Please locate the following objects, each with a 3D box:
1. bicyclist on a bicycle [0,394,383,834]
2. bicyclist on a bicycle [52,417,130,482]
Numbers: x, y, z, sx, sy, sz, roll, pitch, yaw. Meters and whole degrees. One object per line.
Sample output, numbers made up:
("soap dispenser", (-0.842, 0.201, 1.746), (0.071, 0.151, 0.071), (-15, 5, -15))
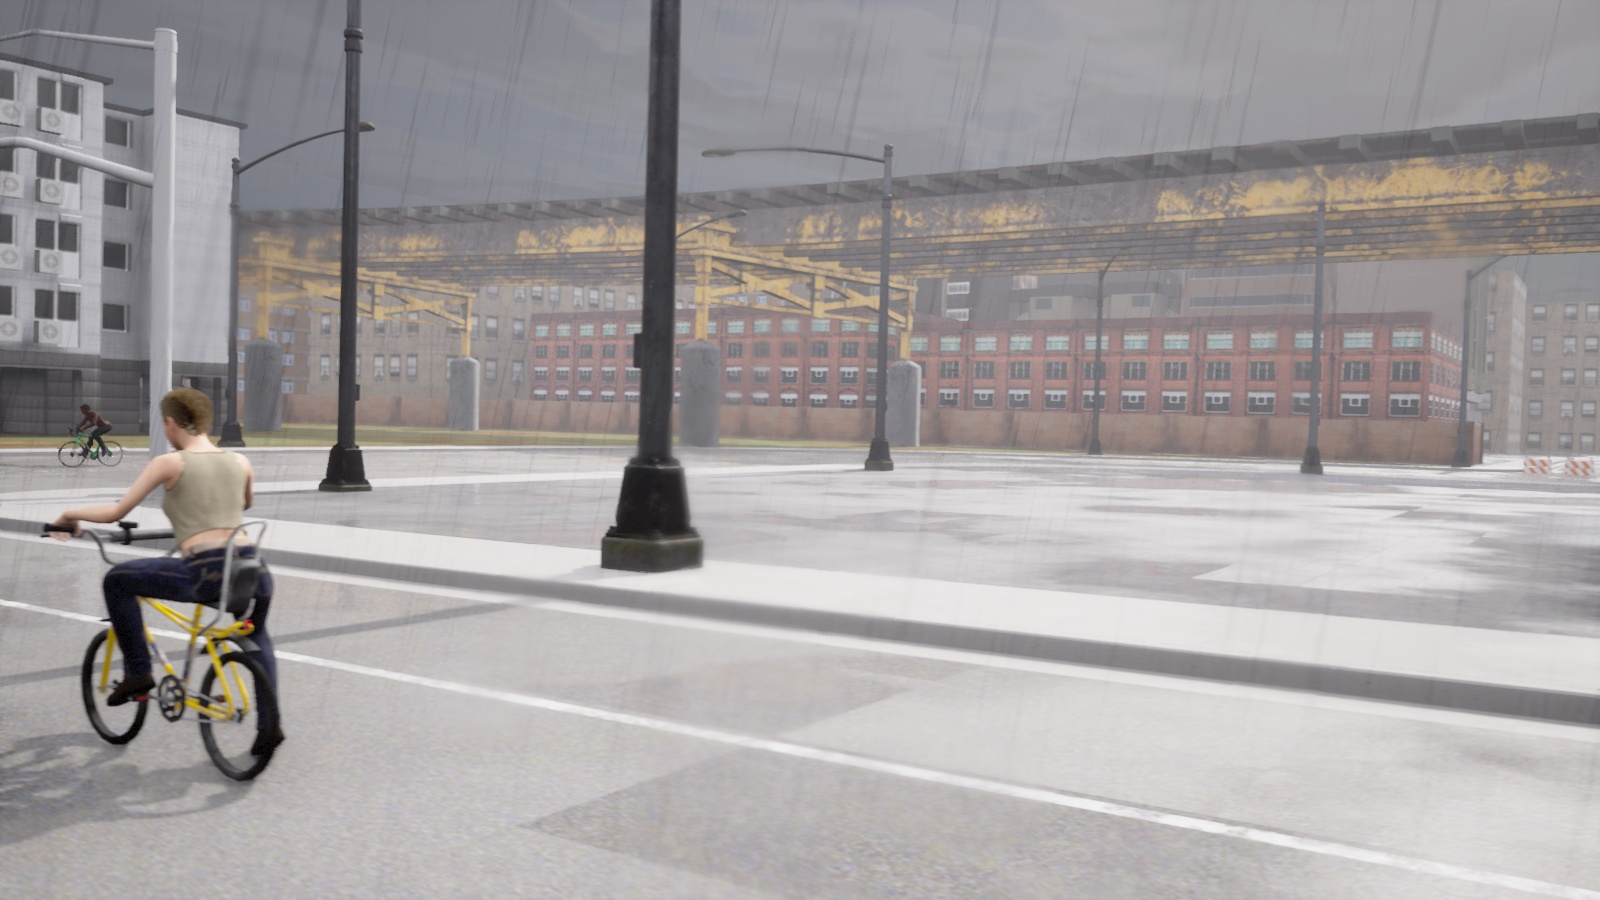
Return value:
("bicyclist on a bicycle", (-2.636, 0.587, 5.368), (1.509, 1.612, 0.866), (1, 1, 34))
("bicyclist on a bicycle", (-18.151, -0.030, 32.177), (0.582, 1.620, 1.656), (2, 2, 32))
